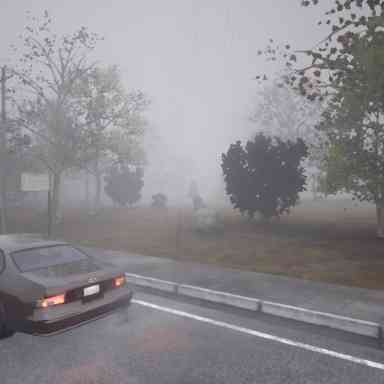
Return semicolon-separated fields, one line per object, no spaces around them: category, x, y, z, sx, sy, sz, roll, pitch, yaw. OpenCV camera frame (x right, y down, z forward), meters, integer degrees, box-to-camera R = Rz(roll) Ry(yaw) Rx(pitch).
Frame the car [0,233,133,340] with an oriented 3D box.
car;-3.579;1.547;6.535;5.357;1.411;2.033;0;0;35
